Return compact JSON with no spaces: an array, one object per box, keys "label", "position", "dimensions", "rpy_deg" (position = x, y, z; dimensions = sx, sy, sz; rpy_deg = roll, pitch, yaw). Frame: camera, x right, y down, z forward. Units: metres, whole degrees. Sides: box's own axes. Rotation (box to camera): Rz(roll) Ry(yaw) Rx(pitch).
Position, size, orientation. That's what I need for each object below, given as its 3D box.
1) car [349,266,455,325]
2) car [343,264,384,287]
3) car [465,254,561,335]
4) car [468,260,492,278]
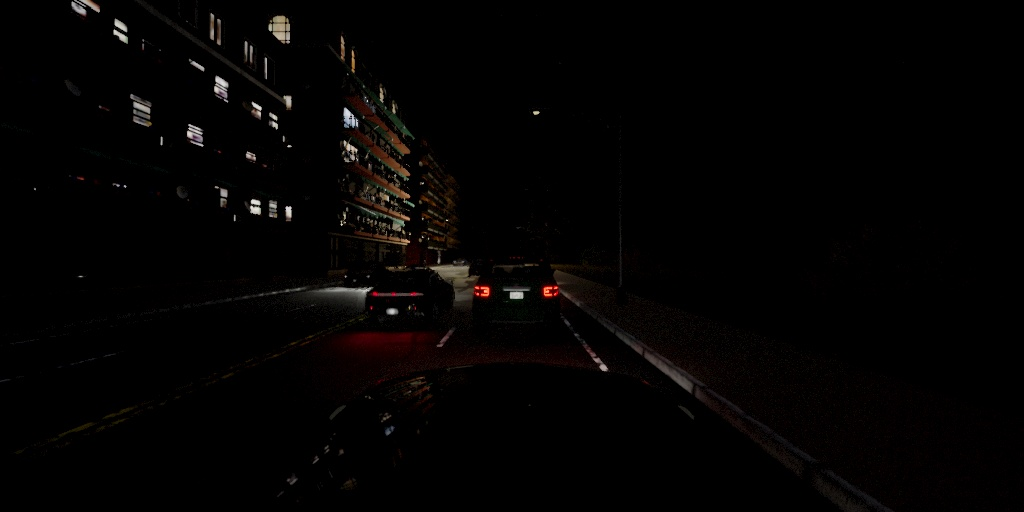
[{"label":"car","position":[-3.126,1.240,11.802],"dimensions":[2.128,1.511,4.902],"rpy_deg":[0,0,0]},{"label":"car","position":[-9.775,1.274,24.631],"dimensions":[1.812,1.442,4.674],"rpy_deg":[0,0,0]},{"label":"car","position":[0.118,0.971,10.673],"dimensions":[2.150,2.045,5.566],"rpy_deg":[0,0,0]},{"label":"car","position":[-3.059,1.224,34.825],"dimensions":[1.882,1.535,5.008],"rpy_deg":[0,0,0]}]
